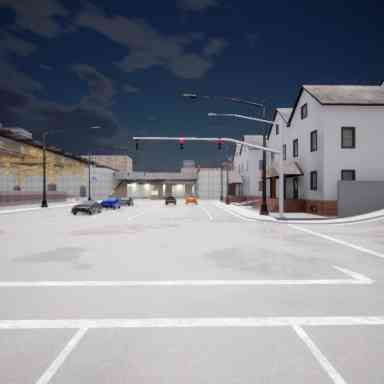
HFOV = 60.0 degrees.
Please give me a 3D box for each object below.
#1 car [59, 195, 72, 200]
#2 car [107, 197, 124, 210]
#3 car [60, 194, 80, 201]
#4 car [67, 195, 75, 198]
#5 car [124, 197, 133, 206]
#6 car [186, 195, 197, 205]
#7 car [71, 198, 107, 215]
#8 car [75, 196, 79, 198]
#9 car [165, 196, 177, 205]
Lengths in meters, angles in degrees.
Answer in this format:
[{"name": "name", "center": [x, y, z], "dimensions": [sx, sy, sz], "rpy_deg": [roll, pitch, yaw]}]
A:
[{"name": "car", "center": [-31.967, 1.295, 84.213], "dimensions": [1.853, 1.218, 4.536], "rpy_deg": [0, 0, -37]}, {"name": "car", "center": [-10.730, 1.478, 44.021], "dimensions": [1.882, 1.535, 5.008], "rpy_deg": [0, 0, 0]}, {"name": "car", "center": [-32.742, 1.452, 89.535], "dimensions": [2.038, 1.542, 4.974], "rpy_deg": [0, 0, 28]}, {"name": "car", "center": [-31.936, 1.452, 84.171], "dimensions": [2.038, 1.542, 4.974], "rpy_deg": [0, 0, -37]}, {"name": "car", "center": [-10.752, 1.526, 54.295], "dimensions": [1.812, 1.442, 4.674], "rpy_deg": [0, 0, 0]}, {"name": "car", "center": [-0.082, 1.352, 60.479], "dimensions": [2.097, 1.767, 4.553], "rpy_deg": [0, 0, 0]}, {"name": "car", "center": [-10.704, 1.547, 34.298], "dimensions": [2.033, 1.411, 5.357], "rpy_deg": [0, 0, 0]}, {"name": "car", "center": [-32.767, 1.295, 89.490], "dimensions": [1.853, 1.218, 4.536], "rpy_deg": [0, 0, 28]}, {"name": "car", "center": [-3.677, 1.505, 58.535], "dimensions": [1.837, 1.490, 4.892], "rpy_deg": [0, 0, 0]}]
